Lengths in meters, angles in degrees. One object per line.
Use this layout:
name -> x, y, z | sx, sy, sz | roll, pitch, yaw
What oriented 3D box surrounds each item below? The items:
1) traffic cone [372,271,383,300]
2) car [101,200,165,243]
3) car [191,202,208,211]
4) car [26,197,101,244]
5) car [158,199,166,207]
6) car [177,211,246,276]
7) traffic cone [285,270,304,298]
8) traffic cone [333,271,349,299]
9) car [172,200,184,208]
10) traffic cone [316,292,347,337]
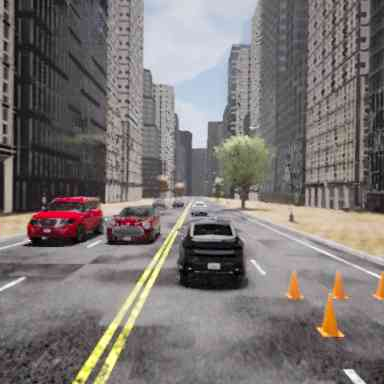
traffic cone -> 4.311, 2.088, 7.510 | 0.340, 0.580, 0.340 | 1, -1, 1
car -> -2.807, 1.471, 16.833 | 2.097, 1.767, 4.553 | 1, -1, 1
car -> 0.861, 1.907, 39.288 | 1.812, 1.442, 4.674 | 1, 0, 1
car -> -6.057, 1.293, 16.737 | 2.150, 2.045, 5.566 | 1, -1, 1
car -> -5.586, 2.016, 58.064 | 2.033, 1.411, 5.357 | 1, -1, 1
car -> 0.579, 1.616, 10.743 | 1.837, 1.490, 4.892 | 1, 0, 1
traffic cone -> 2.311, 2.060, 7.530 | 0.340, 0.580, 0.340 | 1, -1, 1
traffic cone -> 3.310, 2.074, 7.519 | 0.340, 0.580, 0.340 | 1, -1, 1
car -> -2.344, 2.076, 58.054 | 1.994, 1.385, 4.181 | 1, -1, 1
traffic cone -> 2.291, 2.041, 5.530 | 0.340, 0.580, 0.340 | 1, -1, 1
